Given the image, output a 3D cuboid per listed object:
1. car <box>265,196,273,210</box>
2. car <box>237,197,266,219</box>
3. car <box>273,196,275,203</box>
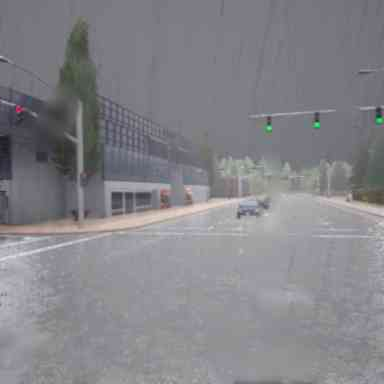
[{"bbox_3d":[8.084,1.414,39.083,1.895,1.301,4.718,-1,0,17],"label":"car"},{"bbox_3d":[4.943,1.408,27.998,1.812,1.442,4.674,-1,0,16],"label":"car"},{"bbox_3d":[13.528,1.295,58.110,1.895,1.301,4.718,-1,0,16],"label":"car"}]
